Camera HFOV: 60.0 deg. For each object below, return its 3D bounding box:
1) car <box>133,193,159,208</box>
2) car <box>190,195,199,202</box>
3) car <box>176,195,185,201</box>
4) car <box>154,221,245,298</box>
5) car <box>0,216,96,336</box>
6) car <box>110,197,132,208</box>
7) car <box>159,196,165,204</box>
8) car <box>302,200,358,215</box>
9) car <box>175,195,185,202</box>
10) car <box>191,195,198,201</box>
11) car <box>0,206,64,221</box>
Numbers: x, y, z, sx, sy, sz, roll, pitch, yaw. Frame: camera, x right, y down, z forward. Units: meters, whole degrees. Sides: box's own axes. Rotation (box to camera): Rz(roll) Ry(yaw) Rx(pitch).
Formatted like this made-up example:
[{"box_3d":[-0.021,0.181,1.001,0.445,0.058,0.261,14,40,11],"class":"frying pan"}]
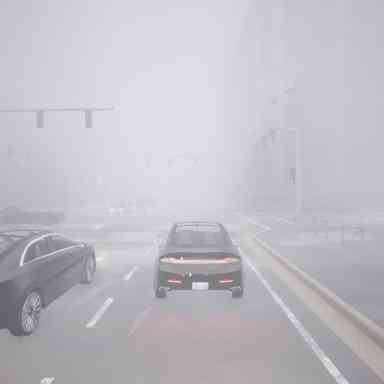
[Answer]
[{"box_3d":[-6.721,1.221,49.435,2.150,2.045,5.566,0,0,2],"class":"car"},{"box_3d":[0.568,1.593,76.374,1.895,1.301,4.718,0,0,0],"class":"car"},{"box_3d":[-2.864,1.523,85.445,2.033,1.411,5.357,0,0,0],"class":"car"},{"box_3d":[0.139,1.492,8.467,2.128,1.511,4.902,0,0,0],"class":"car"},{"box_3d":[-3.396,1.492,6.649,2.128,1.511,4.902,0,0,1],"class":"car"},{"box_3d":[-10.249,1.564,47.117,1.994,1.385,4.181,0,0,0],"class":"car"},{"box_3d":[-6.631,1.492,59.649,2.128,1.511,4.902,0,0,1],"class":"car"},{"box_3d":[13.456,1.492,32.929,5.357,1.411,2.033,0,0,0],"class":"car"},{"box_3d":[-2.937,1.497,75.743,1.837,1.490,4.892,0,0,0],"class":"car"},{"box_3d":[0.636,1.461,85.419,1.882,1.535,5.008,0,0,0],"class":"car"},{"box_3d":[-10.976,1.575,22.132,4.718,1.301,1.895,0,0,0],"class":"car"}]
